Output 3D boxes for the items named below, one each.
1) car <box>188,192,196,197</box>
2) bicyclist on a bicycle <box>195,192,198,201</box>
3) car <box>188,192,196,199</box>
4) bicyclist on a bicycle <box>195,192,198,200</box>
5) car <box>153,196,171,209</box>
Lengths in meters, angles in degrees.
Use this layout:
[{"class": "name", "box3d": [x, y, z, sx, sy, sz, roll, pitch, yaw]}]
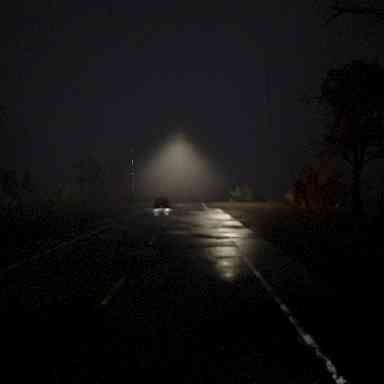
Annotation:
[{"class": "car", "box3d": [-0.019, 0.640, 93.058, 1.994, 1.385, 4.181, 0, 1, 0]}, {"class": "bicyclist on a bicycle", "box3d": [0.951, 0.989, 63.687, 0.582, 1.620, 1.656, 0, 0, 0]}, {"class": "car", "box3d": [-0.015, 0.940, 79.374, 1.994, 1.385, 4.181, 0, 1, 0]}, {"class": "bicyclist on a bicycle", "box3d": [0.949, 0.839, 71.446, 0.659, 1.776, 1.843, 0, 1, 0]}, {"class": "car", "box3d": [-3.604, 1.262, 41.362, 2.033, 1.411, 5.357, 0, 0, 0]}]
